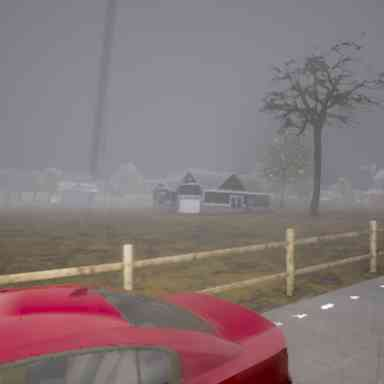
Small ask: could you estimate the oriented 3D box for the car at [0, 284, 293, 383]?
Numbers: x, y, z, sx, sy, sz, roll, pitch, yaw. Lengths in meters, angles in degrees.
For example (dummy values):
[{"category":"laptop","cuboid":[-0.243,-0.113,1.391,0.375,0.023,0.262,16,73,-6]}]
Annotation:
[{"category":"car","cuboid":[-1.509,1.478,1.990,5.008,1.535,1.882,0,0,-36]}]
